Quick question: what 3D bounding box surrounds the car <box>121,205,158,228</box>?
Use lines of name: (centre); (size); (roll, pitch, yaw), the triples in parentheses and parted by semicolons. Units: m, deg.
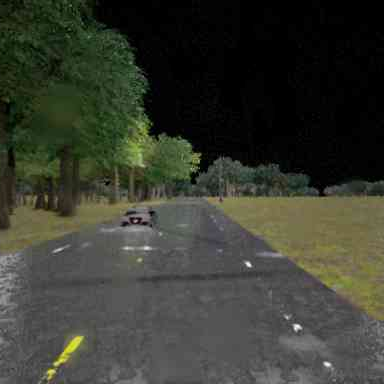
car: (-3.441, 1.583, 22.333); (1.994, 1.385, 4.181); (0, 0, 0)
